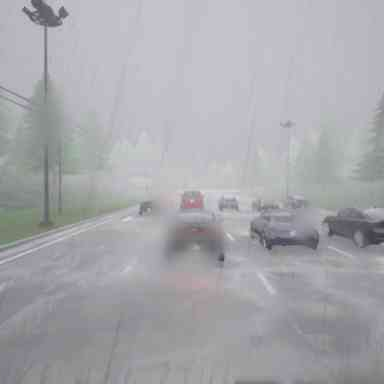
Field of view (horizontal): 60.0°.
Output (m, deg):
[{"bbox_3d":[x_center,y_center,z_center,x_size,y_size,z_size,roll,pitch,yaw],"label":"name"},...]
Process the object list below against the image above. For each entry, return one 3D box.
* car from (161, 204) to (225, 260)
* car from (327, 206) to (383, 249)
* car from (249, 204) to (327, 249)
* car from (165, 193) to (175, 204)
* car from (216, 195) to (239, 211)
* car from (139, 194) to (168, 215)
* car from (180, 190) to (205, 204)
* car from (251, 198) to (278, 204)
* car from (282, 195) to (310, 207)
[{"bbox_3d":[0.103,1.359,11.826,1.837,1.490,4.892,0,0,0],"label":"car"},{"bbox_3d":[7.104,1.311,13.722,1.882,1.535,5.008,0,1,0],"label":"car"},{"bbox_3d":[3.605,1.399,13.647,1.994,1.385,4.181,0,1,0],"label":"car"},{"bbox_3d":[-3.419,0.928,45.648,1.882,1.535,5.008,0,1,0],"label":"car"},{"bbox_3d":[3.568,1.090,33.500,2.128,1.511,4.902,0,1,0],"label":"car"},{"bbox_3d":[-3.469,1.149,29.374,1.837,1.490,4.892,0,0,0],"label":"car"},{"bbox_3d":[0.041,0.843,31.551,2.150,2.045,5.566,0,1,1],"label":"car"},{"bbox_3d":[7.058,1.207,32.735,1.895,1.301,4.718,0,1,1],"label":"car"},{"bbox_3d":[10.565,1.097,34.031,1.837,1.490,4.892,0,1,0],"label":"car"}]
